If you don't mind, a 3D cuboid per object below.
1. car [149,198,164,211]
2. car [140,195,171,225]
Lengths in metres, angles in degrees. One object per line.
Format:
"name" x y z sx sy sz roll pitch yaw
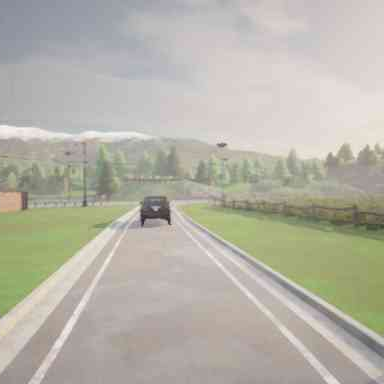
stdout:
"car" -4.585 1.584 43.591 1.837 1.490 4.892 -1 1 -5
"car" -2.717 1.267 24.985 2.150 2.045 5.566 -1 0 -6
